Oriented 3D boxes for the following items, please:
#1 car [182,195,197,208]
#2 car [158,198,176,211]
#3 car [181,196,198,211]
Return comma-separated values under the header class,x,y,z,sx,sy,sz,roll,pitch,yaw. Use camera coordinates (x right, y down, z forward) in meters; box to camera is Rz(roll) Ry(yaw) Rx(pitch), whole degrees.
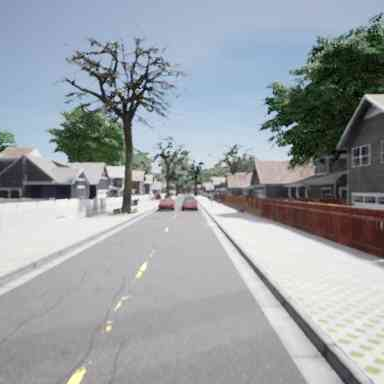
class,x,y,z,sx,sy,sz,roll,pitch,yaw
car,-0.330,1.358,47.772,2.097,1.767,4.553,0,0,0
car,-3.036,1.489,40.689,1.882,1.535,5.008,0,0,0
car,-0.252,1.571,40.470,1.994,1.385,4.181,0,0,1
